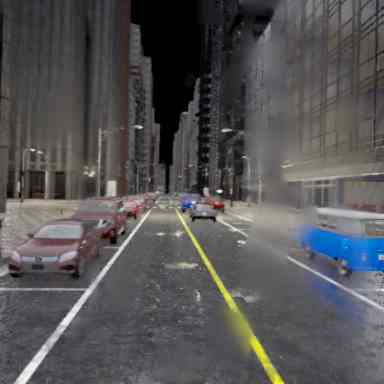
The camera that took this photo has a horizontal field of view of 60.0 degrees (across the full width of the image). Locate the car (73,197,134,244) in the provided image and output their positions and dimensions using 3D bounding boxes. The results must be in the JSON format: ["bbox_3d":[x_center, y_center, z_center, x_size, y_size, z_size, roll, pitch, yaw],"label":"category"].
[{"bbox_3d":[-4.149,1.190,15.322,2.192,1.841,5.009,1,0,-5],"label":"car"}]

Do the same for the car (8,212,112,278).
[{"bbox_3d":[-3.701,1.474,9.722,1.802,1.307,4.206,1,0,-5],"label":"car"}]

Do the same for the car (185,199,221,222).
[{"bbox_3d":[0.789,1.555,26.427,1.994,1.385,4.181,1,0,-4],"label":"car"}]

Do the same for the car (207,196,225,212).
[{"bbox_3d":[2.527,1.340,38.431,2.192,1.841,5.009,1,0,-5],"label":"car"}]

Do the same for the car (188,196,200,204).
[{"bbox_3d":[0.350,1.501,65.197,2.008,1.369,4.403,1,0,-5],"label":"car"}]

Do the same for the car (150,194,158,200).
[{"bbox_3d":[-9.966,1.240,86.960,1.947,1.339,4.313,1,0,-5],"label":"car"}]

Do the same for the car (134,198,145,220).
[{"bbox_3d":[-5.063,1.384,26.522,1.887,1.381,4.507,1,0,-5],"label":"car"}]

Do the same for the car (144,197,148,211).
[{"bbox_3d":[-5.518,1.404,32.122,1.802,1.307,4.206,1,0,-5],"label":"car"}]

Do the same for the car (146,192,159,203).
[{"bbox_3d":[-8.137,1.045,64.488,2.192,1.841,5.009,1,0,-5],"label":"car"}]

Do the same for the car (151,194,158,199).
[{"bbox_3d":[-10.408,1.188,92.409,1.752,1.417,4.829,1,0,-5],"label":"car"}]

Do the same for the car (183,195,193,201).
[{"bbox_3d":[-1.017,1.452,82.050,1.887,1.381,4.507,1,0,-5],"label":"car"}]

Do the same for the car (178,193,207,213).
[{"bbox_3d":[-0.067,1.181,36.346,2.150,2.045,5.566,1,0,-5],"label":"car"}]

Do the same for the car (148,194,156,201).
[{"bbox_3d":[-9.040,1.228,75.555,1.752,1.417,4.829,1,0,-5],"label":"car"}]

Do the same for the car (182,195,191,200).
[{"bbox_3d":[-1.473,1.439,87.668,1.887,1.381,4.507,1,0,-5],"label":"car"}]

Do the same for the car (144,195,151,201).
[{"bbox_3d":[-5.973,1.387,37.722,1.802,1.307,4.206,1,0,-5],"label":"car"}]

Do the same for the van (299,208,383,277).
[{"bbox_3d":[4.797,1.453,10.429,1.690,1.788,3.998,1,0,-5],"label":"van"}]
